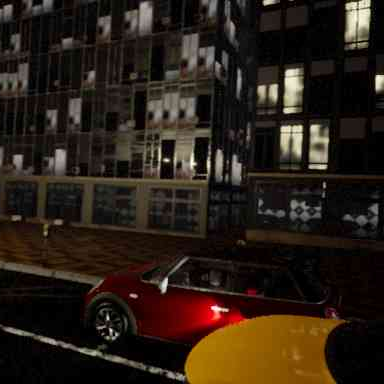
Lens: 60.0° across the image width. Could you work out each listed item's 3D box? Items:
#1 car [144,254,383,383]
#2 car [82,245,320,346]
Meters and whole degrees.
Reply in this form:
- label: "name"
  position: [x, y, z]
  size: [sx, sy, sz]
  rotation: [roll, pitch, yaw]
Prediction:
- label: "car"
  position: [2.290, 1.632, 2.359]
  size: [5.008, 1.535, 1.882]
  rotation: [1, -1, 27]
- label: "car"
  position: [0.251, 1.587, 5.366]
  size: [4.097, 1.590, 1.967]
  rotation: [1, 0, 24]
